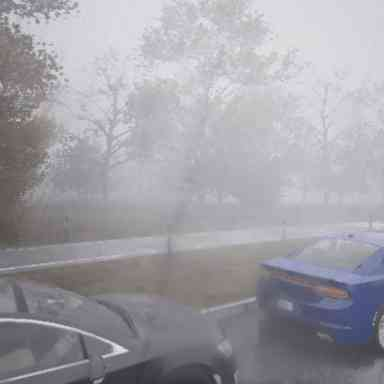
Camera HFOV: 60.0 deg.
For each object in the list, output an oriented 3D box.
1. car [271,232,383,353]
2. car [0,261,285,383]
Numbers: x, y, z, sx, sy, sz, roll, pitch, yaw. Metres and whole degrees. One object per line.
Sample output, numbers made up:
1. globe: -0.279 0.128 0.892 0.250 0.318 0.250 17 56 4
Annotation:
1. car: 3.454 1.492 6.209 5.008 1.535 2.097 0 0 -33
2. car: -1.798 1.482 2.681 4.892 1.521 2.231 0 0 -34
